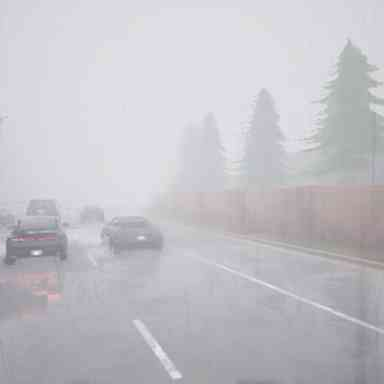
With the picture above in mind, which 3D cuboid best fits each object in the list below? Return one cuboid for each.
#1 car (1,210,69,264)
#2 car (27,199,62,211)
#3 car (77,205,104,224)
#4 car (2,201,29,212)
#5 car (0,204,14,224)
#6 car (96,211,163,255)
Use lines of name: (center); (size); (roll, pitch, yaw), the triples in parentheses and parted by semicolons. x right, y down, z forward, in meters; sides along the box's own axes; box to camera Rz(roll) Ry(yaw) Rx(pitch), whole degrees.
car: (-5.823, 1.669, 12.672); (1.837, 1.490, 4.892); (0, 0, -23)
car: (-11.286, 1.547, 25.415); (2.150, 2.045, 5.566); (0, 0, -21)
car: (-8.450, 1.819, 27.883); (1.837, 1.490, 4.892); (-1, 0, -20)
car: (-28.176, 2.234, 53.294); (1.837, 1.490, 4.892); (-1, 0, -3)
car: (-15.087, 1.893, 25.677); (1.812, 1.442, 4.674); (0, 0, -20)
car: (-2.693, 1.706, 14.259); (1.994, 1.385, 4.181); (0, 0, -23)
